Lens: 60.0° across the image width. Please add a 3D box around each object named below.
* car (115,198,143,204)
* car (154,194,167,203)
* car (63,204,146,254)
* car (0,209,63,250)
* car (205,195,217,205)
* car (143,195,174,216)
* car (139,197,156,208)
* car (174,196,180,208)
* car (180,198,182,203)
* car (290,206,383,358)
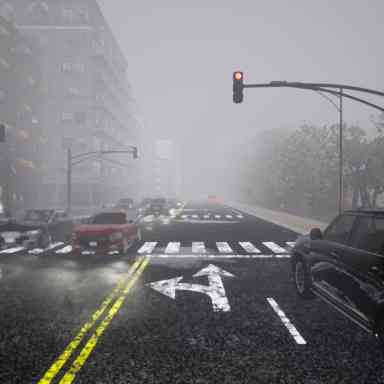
[{"bbox_3d":[-6.526,1.356,33.182,2.097,1.767,4.553,0,0,0],"label":"car"},{"bbox_3d":[-6.369,1.374,67.729,2.097,1.767,4.553,0,0,1],"label":"car"},{"bbox_3d":[-3.329,1.483,13.713,1.882,1.535,5.008,0,0,0],"label":"car"},{"bbox_3d":[-6.567,1.505,14.465,2.128,1.511,4.902,0,-1,0],"label":"car"},{"bbox_3d":[3.484,1.370,60.845,2.097,1.767,4.553,0,0,0],"label":"car"},{"bbox_3d":[-3.279,1.358,32.976,2.097,1.767,4.553,0,0,0],"label":"car"},{"bbox_3d":[-6.491,1.515,48.734,1.837,1.490,4.892,0,0,0],"label":"car"},{"bbox_3d":[-3.244,1.501,47.408,2.128,1.511,4.902,0,0,0],"label":"car"},{"bbox_3d":[-3.104,1.571,68.128,2.033,1.411,5.357,0,0,0],"label":"car"},{"bbox_3d":[3.374,1.221,5.292,2.150,2.045,5.566,0,0,-2],"label":"car"}]
